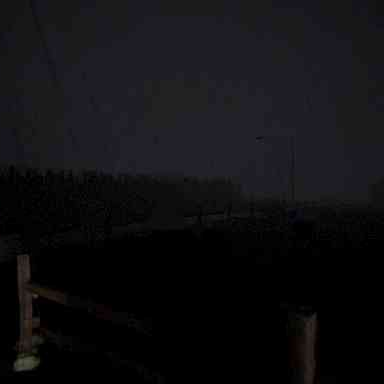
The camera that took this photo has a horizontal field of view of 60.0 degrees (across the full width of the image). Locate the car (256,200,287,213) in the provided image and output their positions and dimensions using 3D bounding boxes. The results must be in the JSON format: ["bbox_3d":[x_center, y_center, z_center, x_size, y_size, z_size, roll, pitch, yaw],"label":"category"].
[{"bbox_3d":[8.761,1.585,36.561,2.033,1.411,5.357,0,0,34],"label":"car"}]
